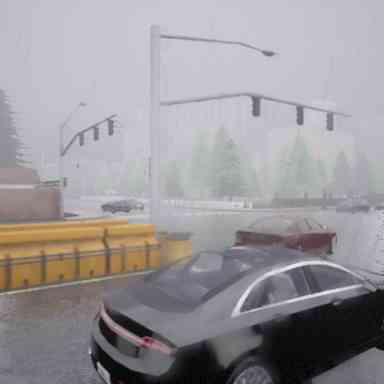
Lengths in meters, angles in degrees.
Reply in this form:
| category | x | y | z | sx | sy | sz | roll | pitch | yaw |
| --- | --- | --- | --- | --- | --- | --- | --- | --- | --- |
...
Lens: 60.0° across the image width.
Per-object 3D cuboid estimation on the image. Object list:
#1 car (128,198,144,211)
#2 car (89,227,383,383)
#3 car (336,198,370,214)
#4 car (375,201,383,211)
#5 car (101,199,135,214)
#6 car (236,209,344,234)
| category | x | y | z | sx | sy | sz | roll | pitch | yaw |
| --- | --- | --- | --- | --- | --- | --- | --- | --- | --- |
| car | -7.672 | 1.579 | 41.938 | 2.128 | 1.511 | 4.902 | 0 | 0 | -33 |
| car | 1.140 | 1.508 | 4.559 | 4.902 | 1.511 | 2.128 | 0 | 0 | -35 |
| car | 18.807 | 1.534 | 38.867 | 4.553 | 1.767 | 2.097 | 0 | 0 | -35 |
| car | 26.476 | 1.736 | 44.275 | 5.357 | 1.411 | 2.033 | -1 | 1 | -35 |
| car | -8.423 | 1.671 | 36.696 | 1.895 | 1.301 | 4.718 | 0 | 0 | -33 |
| car | 3.435 | 1.523 | 11.597 | 1.882 | 1.535 | 5.008 | 1 | 1 | 41 |
